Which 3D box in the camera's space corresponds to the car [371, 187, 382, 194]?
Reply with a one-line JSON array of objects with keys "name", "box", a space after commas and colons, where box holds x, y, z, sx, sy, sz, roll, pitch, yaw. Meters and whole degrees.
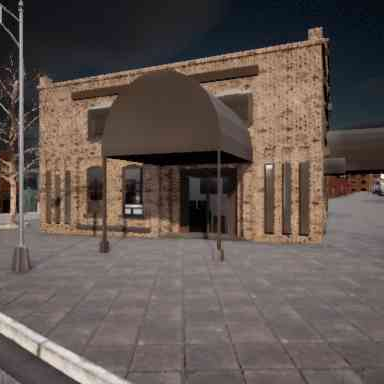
[{"name": "car", "box": [45.136, -0.370, 81.387, 2.002, 1.452, 4.674, 0, 1, 27]}]

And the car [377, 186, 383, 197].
[{"name": "car", "box": [36.082, 0.145, 61.117, 2.163, 1.488, 4.792, 0, 2, 22]}]

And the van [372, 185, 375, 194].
[{"name": "van", "box": [40.351, -0.412, 71.241, 1.878, 1.987, 4.442, 0, 1, 25]}]

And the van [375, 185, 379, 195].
[{"name": "van", "box": [38.155, -0.268, 66.158, 1.878, 1.987, 4.442, 0, 1, 24]}]
